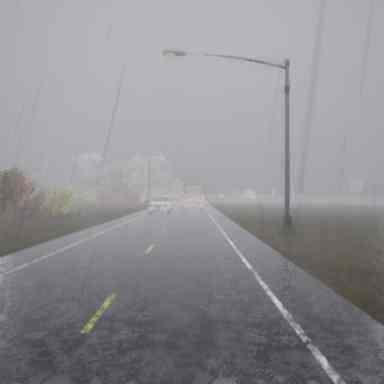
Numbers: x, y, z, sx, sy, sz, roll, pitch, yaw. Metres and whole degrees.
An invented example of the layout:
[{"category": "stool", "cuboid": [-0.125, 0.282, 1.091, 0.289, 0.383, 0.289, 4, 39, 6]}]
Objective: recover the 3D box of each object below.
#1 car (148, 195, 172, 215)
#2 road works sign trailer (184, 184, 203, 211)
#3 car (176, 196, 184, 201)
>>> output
[{"category": "car", "cuboid": [-3.438, 1.399, 36.650, 2.150, 2.045, 5.566, 0, 0, 1]}, {"category": "road works sign trailer", "cuboid": [0.244, 0.686, 45.402, 2.380, 3.560, 2.880, 0, 0, 0]}, {"category": "car", "cuboid": [-2.839, 1.647, 79.060, 1.812, 1.442, 4.674, 0, 0, 1]}]
